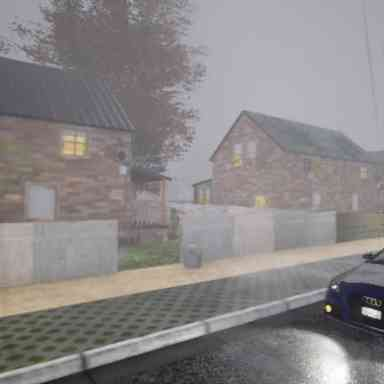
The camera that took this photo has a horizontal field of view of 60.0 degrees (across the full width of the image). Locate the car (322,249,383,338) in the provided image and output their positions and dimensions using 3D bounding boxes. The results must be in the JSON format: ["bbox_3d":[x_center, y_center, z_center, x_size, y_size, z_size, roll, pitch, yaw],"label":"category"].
[{"bbox_3d":[4.310,1.667,6.147,4.181,1.385,1.994,1,-1,-36],"label":"car"}]
